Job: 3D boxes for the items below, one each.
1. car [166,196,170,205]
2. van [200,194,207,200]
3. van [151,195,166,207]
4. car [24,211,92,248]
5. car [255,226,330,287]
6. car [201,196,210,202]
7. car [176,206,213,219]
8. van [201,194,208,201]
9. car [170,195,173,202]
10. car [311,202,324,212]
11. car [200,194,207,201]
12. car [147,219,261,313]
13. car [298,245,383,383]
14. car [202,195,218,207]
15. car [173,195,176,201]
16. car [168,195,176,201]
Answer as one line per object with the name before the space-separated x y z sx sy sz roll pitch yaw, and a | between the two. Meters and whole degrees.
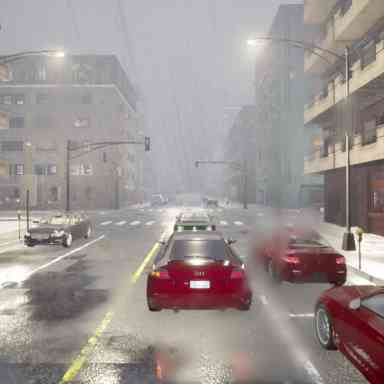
car | -5.419 1.574 58.473 1.947 1.339 4.313 1 0 0
van | 3.215 1.350 92.409 1.690 1.788 3.998 1 0 0
van | -5.533 1.349 52.811 1.690 1.788 3.998 1 0 0
car | -5.755 1.554 14.766 2.008 1.369 4.403 1 0 0
car | 2.676 1.584 9.019 1.802 1.307 4.206 1 0 0
car | 3.085 1.590 75.399 1.802 1.307 4.206 1 0 0
car | 0.119 1.604 16.560 1.895 1.301 4.718 0 0 0
van | 3.173 1.349 86.739 1.690 1.788 3.998 1 0 0
car | -5.376 1.448 64.144 1.967 1.590 4.097 1 0 0
car | 15.584 1.518 36.901 4.507 1.381 1.887 0 -1 1
car | 3.044 1.558 69.729 2.008 1.369 4.403 1 0 0
car | 0.114 1.566 7.743 1.994 1.385 4.181 0 0 -1
car | 2.671 1.583 3.348 1.802 1.307 4.206 1 0 0
car | 3.014 1.558 51.141 2.008 1.369 4.403 1 0 0
car | -5.294 1.575 75.485 1.947 1.339 4.313 1 0 0
car | -5.210 1.554 86.826 1.887 1.381 4.507 1 0 0
